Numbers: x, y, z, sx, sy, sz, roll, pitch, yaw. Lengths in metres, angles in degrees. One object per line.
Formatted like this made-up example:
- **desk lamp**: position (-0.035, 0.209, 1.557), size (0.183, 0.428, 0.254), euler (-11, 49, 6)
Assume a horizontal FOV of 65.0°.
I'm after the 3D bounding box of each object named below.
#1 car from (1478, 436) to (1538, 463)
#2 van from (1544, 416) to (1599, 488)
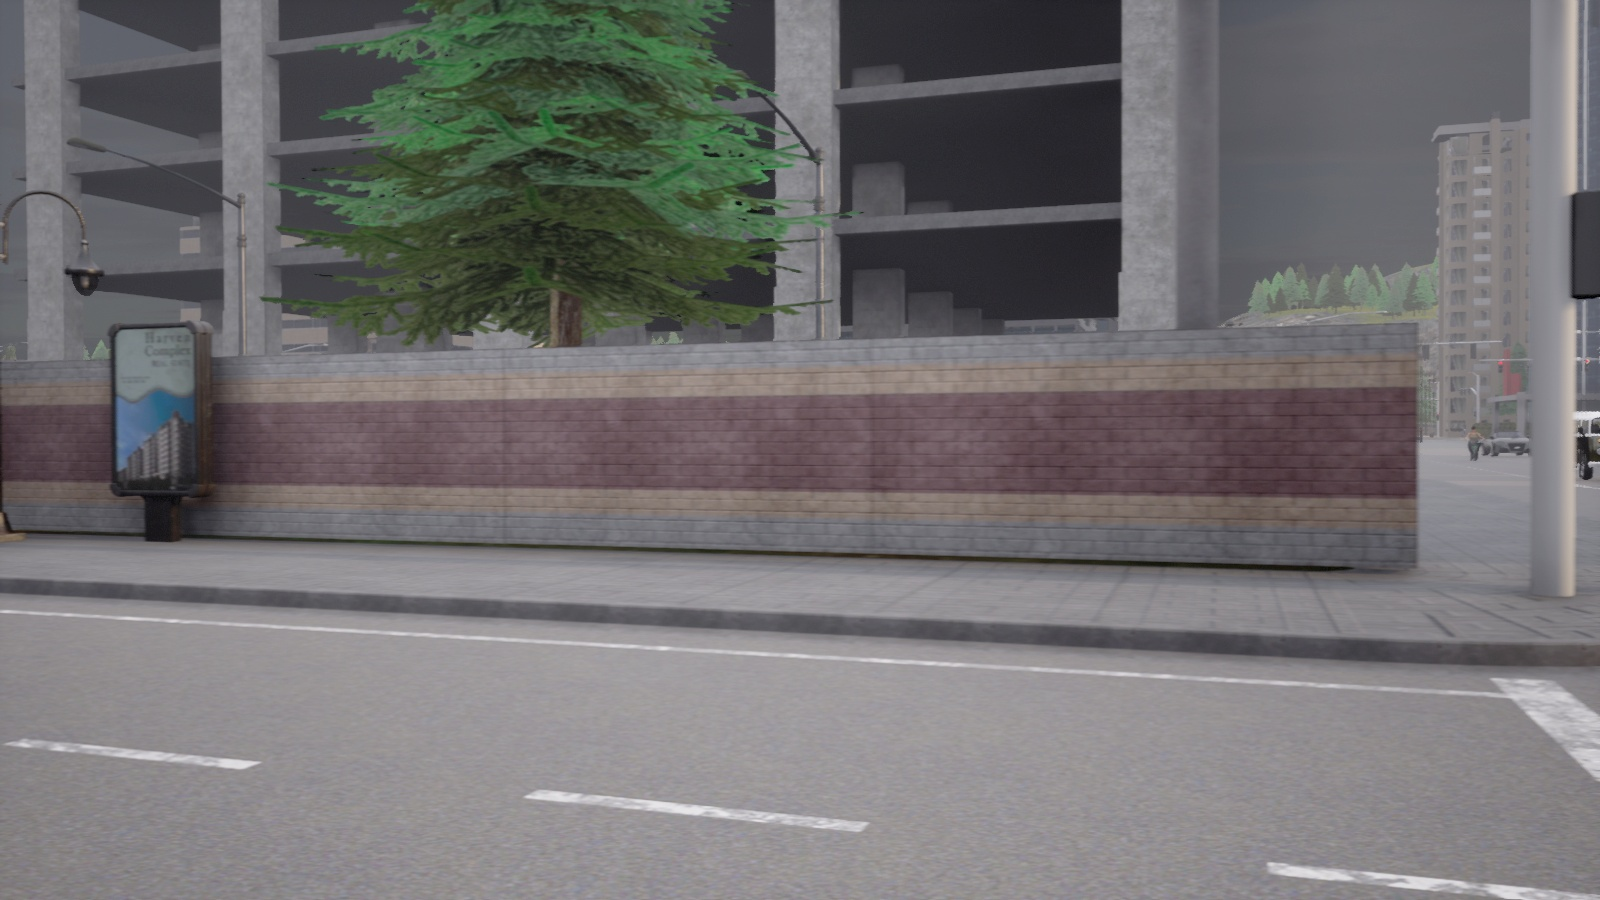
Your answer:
- **car**: position (37.719, -0.048, 66.972), size (1.994, 1.385, 4.181), euler (0, 1, 18)
- **van**: position (23.960, 0.033, 37.535), size (2.069, 2.038, 4.480), euler (0, 1, 19)
